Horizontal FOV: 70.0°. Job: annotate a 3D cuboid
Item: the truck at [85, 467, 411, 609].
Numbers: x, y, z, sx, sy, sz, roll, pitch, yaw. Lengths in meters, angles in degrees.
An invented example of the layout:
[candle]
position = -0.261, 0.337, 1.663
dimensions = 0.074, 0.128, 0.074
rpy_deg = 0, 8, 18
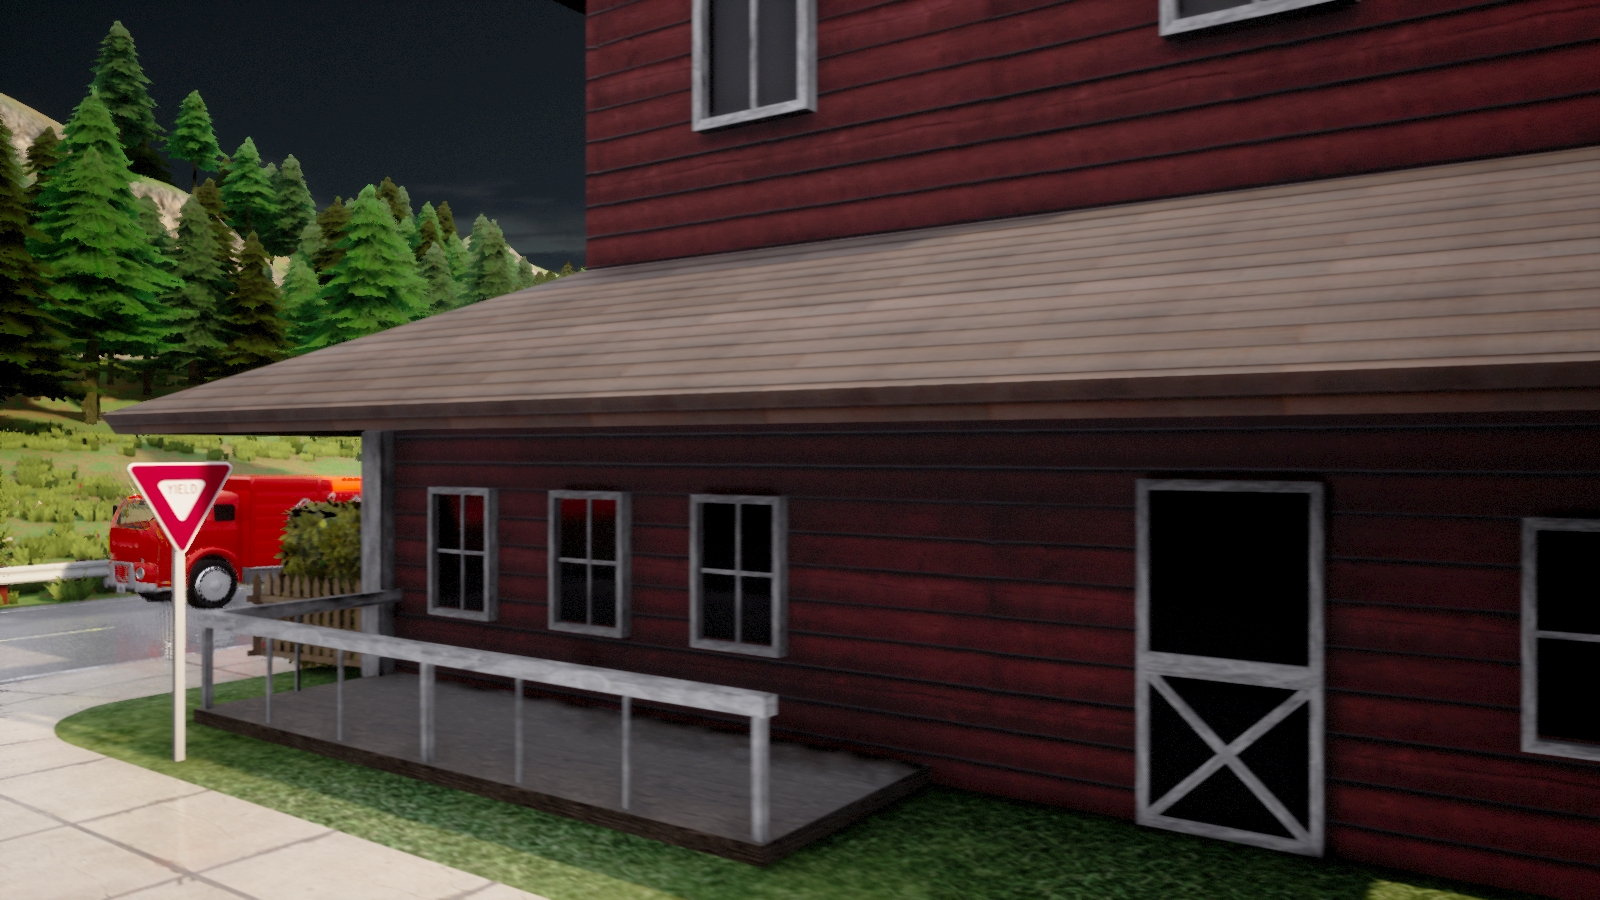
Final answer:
[truck]
position = -10.843, 1.589, 22.857
dimensions = 2.627, 2.467, 5.204
rpy_deg = 0, -1, 35
